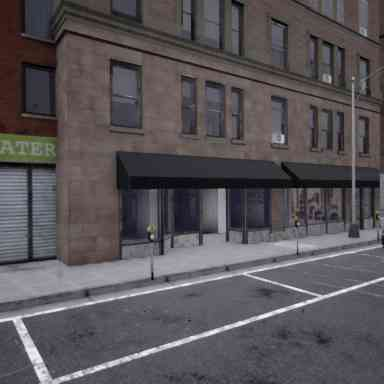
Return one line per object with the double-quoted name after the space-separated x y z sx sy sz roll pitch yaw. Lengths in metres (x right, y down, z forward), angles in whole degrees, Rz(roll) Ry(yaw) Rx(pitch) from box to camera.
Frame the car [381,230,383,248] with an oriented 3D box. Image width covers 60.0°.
9.178 1.547 13.081 4.507 1.381 1.887 0 -1 -35 "car"
